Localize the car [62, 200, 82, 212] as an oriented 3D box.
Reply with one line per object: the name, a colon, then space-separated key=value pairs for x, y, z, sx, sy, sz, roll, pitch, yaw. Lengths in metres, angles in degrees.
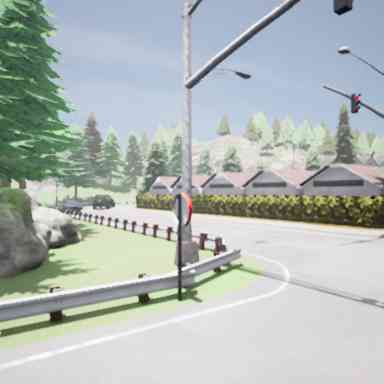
car: x=-14.708 y=1.711 z=40.524 sx=2.033 sy=1.411 sz=5.357 roll=0 pitch=0 yaw=-28

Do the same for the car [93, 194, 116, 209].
car: x=-12.710 y=1.364 z=48.338 sx=2.150 sy=2.045 sz=5.566 roll=-1 pitch=0 yaw=-1
